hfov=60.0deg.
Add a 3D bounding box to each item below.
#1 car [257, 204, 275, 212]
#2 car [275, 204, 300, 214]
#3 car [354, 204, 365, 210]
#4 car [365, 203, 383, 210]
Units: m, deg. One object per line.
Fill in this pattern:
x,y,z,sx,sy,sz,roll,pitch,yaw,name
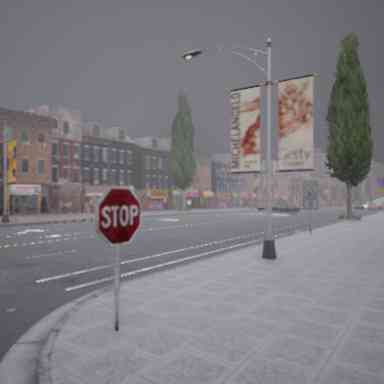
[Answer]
11.724,2.472,51.084,1.895,1.301,4.718,0,-1,35,car
14.393,2.475,49.229,1.895,1.301,4.718,0,-1,35,car
41.532,3.769,82.587,1.895,1.301,4.718,0,-2,35,car
44.172,3.530,80.691,2.097,1.767,4.553,0,-2,35,car
